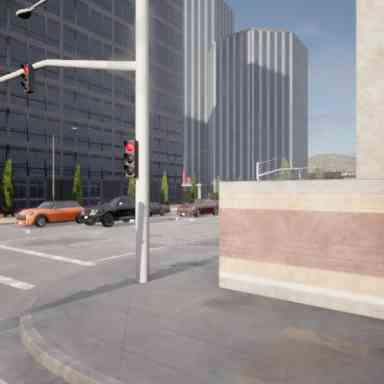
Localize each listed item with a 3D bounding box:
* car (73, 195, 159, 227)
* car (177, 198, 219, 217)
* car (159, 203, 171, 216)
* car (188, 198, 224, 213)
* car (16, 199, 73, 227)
[{"bbox_3d":[-5.170,1.269,23.539,2.150,2.045,5.566,0,0,36],"label":"car"},{"bbox_3d":[0.561,1.400,31.507,2.097,1.767,4.553,0,0,36],"label":"car"},{"bbox_3d":[-4.198,1.594,30.887,2.033,1.411,5.357,0,0,36],"label":"car"},{"bbox_3d":[1.730,1.551,39.116,1.837,1.490,4.892,0,0,36],"label":"car"},{"bbox_3d":[-9.725,1.399,23.193,2.097,1.767,4.553,0,0,36],"label":"car"}]
